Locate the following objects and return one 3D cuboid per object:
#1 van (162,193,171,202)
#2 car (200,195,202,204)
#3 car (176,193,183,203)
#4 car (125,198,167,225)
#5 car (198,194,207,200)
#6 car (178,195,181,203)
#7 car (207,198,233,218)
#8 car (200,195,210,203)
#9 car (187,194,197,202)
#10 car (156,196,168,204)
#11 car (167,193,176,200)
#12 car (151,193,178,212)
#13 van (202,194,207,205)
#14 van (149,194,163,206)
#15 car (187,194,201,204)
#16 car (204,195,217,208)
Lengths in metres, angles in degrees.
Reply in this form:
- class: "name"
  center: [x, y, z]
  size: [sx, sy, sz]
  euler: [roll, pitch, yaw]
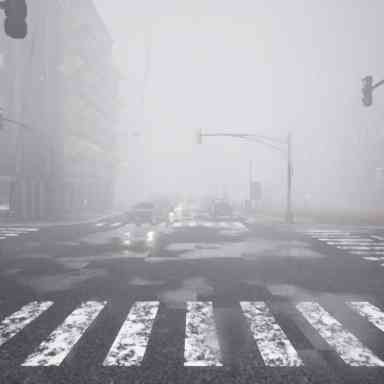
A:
- class: "van"
  center: [-5.670, 1.242, 75.108]
  size: [1.690, 1.788, 3.998]
  euler: [-1, 0, 0]
- class: "car"
  center: [2.670, 1.490, 52.552]
  size: [1.887, 1.381, 4.507]
  euler: [-1, 0, 0]
- class: "car"
  center: [-2.971, 1.139, 65.055]
  size: [2.150, 2.045, 5.566]
  euler: [0, 0, 0]
- class: "car"
  center: [-3.345, 1.461, 24.247]
  size: [1.882, 1.535, 5.008]
  euler: [0, 0, 5]
- class: "car"
  center: [2.721, 1.313, 86.427]
  size: [1.967, 1.590, 4.097]
  euler: [-1, 0, 0]
- class: "car"
  center: [-3.059, 1.514, 49.535]
  size: [1.994, 1.385, 4.181]
  euler: [0, 0, 0]
- class: "car"
  center: [2.660, 1.522, 29.969]
  size: [1.887, 1.381, 4.507]
  euler: [-1, 0, 0]
- class: "car"
  center: [2.682, 1.353, 69.490]
  size: [1.967, 1.590, 4.097]
  euler: [-1, 0, 0]
- class: "car"
  center: [0.060, 1.264, 70.995]
  size: [2.097, 1.767, 4.553]
  euler: [0, 0, 0]
- class: "car"
  center: [-5.672, 1.470, 63.814]
  size: [1.887, 1.381, 4.507]
  euler: [-1, 0, 0]
- class: "car"
  center: [-5.662, 1.173, 92.047]
  size: [2.192, 1.841, 5.009]
  euler: [-1, 0, 0]
- class: "car"
  center: [-3.075, 1.318, 37.804]
  size: [2.097, 1.767, 4.553]
  euler: [0, 0, 0]
- class: "van"
  center: [2.665, 1.295, 46.906]
  size: [1.690, 1.788, 3.998]
  euler: [-1, 0, 0]
- class: "van"
  center: [-5.680, 1.286, 52.523]
  size: [1.690, 1.788, 3.998]
  euler: [-1, 0, 0]
- class: "car"
  center: [0.129, 1.479, 60.369]
  size: [2.033, 1.411, 5.357]
  euler: [0, 0, 0]
- class: "car"
  center: [2.661, 1.410, 35.614]
  size: [1.967, 1.590, 4.097]
  euler: [-1, 0, 0]
